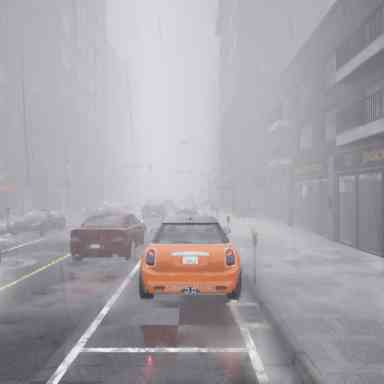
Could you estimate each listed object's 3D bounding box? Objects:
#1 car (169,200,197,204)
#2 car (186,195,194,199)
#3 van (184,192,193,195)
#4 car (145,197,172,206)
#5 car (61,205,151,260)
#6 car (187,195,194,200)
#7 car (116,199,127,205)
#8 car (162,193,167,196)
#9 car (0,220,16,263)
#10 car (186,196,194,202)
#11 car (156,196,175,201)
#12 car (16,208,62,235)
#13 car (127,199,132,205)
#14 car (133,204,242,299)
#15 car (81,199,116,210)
[{"bbox_3d":[-0.383,1.551,24.063,2.008,1.369,4.403,0,0,0],"label":"car"},{"bbox_3d":[-0.383,1.440,35.101,1.967,1.590,4.097,0,0,0],"label":"car"},{"bbox_3d":[-0.383,1.339,67.702,1.690,1.788,3.998,0,0,0],"label":"van"},{"bbox_3d":[-3.019,1.478,28.050,1.882,1.535,5.008,0,0,0],"label":"car"},{"bbox_3d":[-2.919,1.477,12.485,1.882,1.535,5.008,0,0,0],"label":"car"},{"bbox_3d":[-0.383,1.575,90.427,1.802,1.307,4.206,0,0,0],"label":"car"},{"bbox_3d":[-8.408,1.525,34.923,1.752,1.417,4.829,0,0,0],"label":"car"},{"bbox_3d":[-8.408,1.519,90.251,1.752,1.417,4.829,0,0,0],"label":"car"},{"bbox_3d":[-5.869,1.526,6.897,1.812,1.442,4.674,0,0,0],"label":"car"},{"bbox_3d":[-0.383,1.579,79.064,1.802,1.307,4.206,0,0,0],"label":"car"},{"bbox_3d":[-2.919,1.501,40.465,1.837,1.490,4.892,0,-1,0],"label":"car"},{"bbox_3d":[-8.408,1.582,18.538,1.802,1.307,4.206,0,0,0],"label":"car"},{"bbox_3d":[-8.408,1.551,40.611,2.008,1.369,4.403,0,0,0],"label":"car"},{"bbox_3d":[-0.033,1.353,8.620,2.097,1.767,4.553,0,0,0],"label":"car"},{"bbox_3d":[-8.408,1.440,29.575,1.967,1.590,4.097,0,0,0],"label":"car"}]
